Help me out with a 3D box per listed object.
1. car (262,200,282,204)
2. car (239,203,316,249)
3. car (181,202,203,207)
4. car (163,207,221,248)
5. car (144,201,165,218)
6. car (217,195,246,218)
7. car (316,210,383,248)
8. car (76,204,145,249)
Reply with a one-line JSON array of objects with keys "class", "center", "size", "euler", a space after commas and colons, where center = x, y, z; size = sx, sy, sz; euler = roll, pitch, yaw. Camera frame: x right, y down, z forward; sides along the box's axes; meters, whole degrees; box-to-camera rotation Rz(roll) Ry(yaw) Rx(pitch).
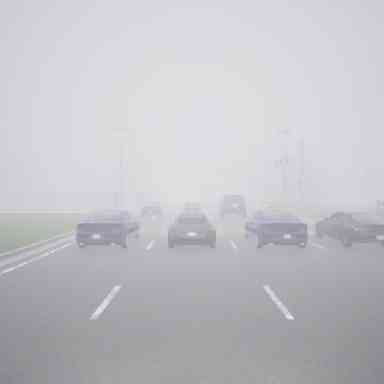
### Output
[{"class": "car", "center": [7.000, 1.483, 29.650], "size": [1.882, 1.535, 5.008], "euler": [0, 0, 0]}, {"class": "car", "center": [3.500, 1.483, 14.650], "size": [1.882, 1.535, 5.008], "euler": [0, 0, 0]}, {"class": "car", "center": [0.000, 1.562, 29.650], "size": [2.033, 1.411, 5.357], "euler": [0, 0, 0]}, {"class": "car", "center": [0.000, 1.571, 14.650], "size": [1.994, 1.385, 4.181], "euler": [0, 0, 0]}, {"class": "car", "center": [-3.500, 1.531, 29.650], "size": [1.812, 1.442, 4.674], "euler": [0, 0, 0]}, {"class": "car", "center": [3.500, 1.256, 29.680], "size": [2.150, 2.045, 5.566], "euler": [0, 0, 0]}, {"class": "car", "center": [7.000, 1.531, 14.650], "size": [1.812, 1.442, 4.674], "euler": [0, 0, 0]}, {"class": "car", "center": [-3.500, 1.483, 14.650], "size": [1.882, 1.535, 5.008], "euler": [0, 0, 0]}]
